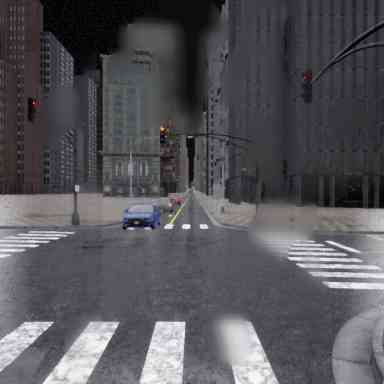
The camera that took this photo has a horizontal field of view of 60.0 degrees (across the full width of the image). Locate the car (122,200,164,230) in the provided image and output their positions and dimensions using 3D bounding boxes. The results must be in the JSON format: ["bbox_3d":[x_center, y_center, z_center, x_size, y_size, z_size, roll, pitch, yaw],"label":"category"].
[{"bbox_3d":[-3.097,1.476,21.114,1.882,1.535,5.008,0,0,0],"label":"car"}]

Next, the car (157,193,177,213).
[{"bbox_3d":[-3.096,1.350,36.714,2.097,1.767,4.553,0,0,0],"label":"car"}]

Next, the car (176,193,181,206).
[{"bbox_3d":[-3.058,1.222,56.667,2.150,2.045,5.566,0,0,0],"label":"car"}]
